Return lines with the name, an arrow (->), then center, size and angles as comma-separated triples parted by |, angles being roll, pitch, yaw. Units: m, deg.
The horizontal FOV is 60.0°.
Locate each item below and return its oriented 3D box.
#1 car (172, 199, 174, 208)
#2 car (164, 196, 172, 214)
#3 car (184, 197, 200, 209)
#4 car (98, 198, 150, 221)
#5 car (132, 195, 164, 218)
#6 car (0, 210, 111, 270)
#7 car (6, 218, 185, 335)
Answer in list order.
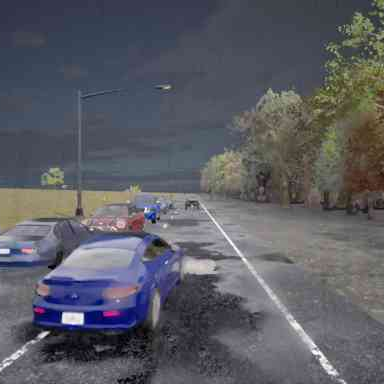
car -> -3.630, 1.347, 45.250 | 2.097, 1.767, 4.553 | 0, 0, 0
car -> -3.622, 1.351, 35.244 | 2.097, 1.767, 4.553 | 0, 0, 0
car -> 0.024, 1.500, 44.326 | 1.837, 1.490, 4.892 | 0, 0, 0
car -> -3.619, 1.354, 15.773 | 2.097, 1.767, 4.553 | 0, 0, 4
car -> -3.625, 1.223, 25.239 | 2.150, 2.045, 5.566 | 0, 0, -1
car -> -4.602, 1.549, 10.962 | 2.033, 1.411, 5.357 | 0, 0, 4
car -> -1.315, 1.526, 6.765 | 1.812, 1.442, 4.674 | 0, 0, 7
